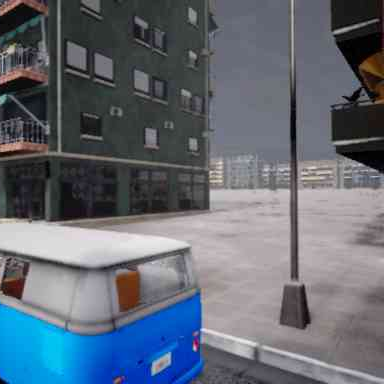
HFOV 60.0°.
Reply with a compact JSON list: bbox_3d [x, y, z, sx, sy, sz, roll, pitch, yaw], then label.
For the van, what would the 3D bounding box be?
[{"bbox_3d":[-1.789,1.350,4.154,3.998,1.788,1.690,0,0,35],"label":"van"}]
